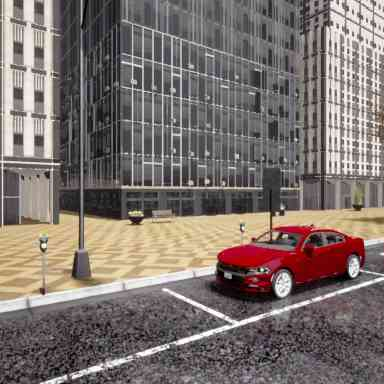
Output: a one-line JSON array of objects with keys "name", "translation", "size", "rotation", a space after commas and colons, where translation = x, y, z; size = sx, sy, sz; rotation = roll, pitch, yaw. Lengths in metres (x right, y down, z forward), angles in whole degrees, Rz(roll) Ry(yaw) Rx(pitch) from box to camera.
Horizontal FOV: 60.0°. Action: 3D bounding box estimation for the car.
[{"name": "car", "translation": [2.596, 1.545, 8.414], "size": [4.507, 1.381, 1.887], "rotation": [0, 0, -36]}]
